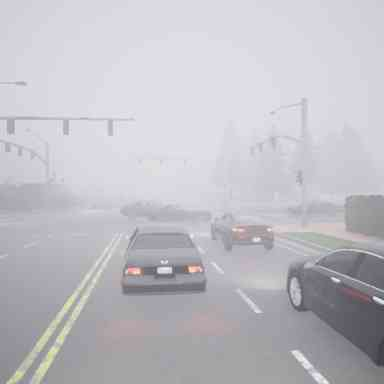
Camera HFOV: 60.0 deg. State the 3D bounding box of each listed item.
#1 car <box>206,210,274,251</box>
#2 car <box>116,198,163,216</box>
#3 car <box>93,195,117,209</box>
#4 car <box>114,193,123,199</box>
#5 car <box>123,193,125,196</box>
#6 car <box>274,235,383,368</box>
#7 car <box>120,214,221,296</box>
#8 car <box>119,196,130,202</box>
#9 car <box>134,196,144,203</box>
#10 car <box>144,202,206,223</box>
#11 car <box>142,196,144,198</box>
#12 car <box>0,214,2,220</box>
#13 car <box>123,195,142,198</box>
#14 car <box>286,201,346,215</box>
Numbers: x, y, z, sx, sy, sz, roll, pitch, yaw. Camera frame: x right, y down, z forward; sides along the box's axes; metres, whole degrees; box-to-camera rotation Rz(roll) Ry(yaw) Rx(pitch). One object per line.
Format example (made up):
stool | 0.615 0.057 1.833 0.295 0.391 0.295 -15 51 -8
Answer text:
car | 2.016 1.523 14.118 1.812 1.442 4.674 0 0 -7
car | -3.417 1.487 27.461 4.902 1.511 2.128 0 0 -5
car | -12.014 1.484 44.872 2.128 1.511 4.902 0 0 -4
car | -12.917 1.343 54.031 2.097 1.767 4.553 0 0 -6
car | -13.911 1.211 63.625 2.150 2.045 5.566 0 0 -6
car | 2.985 1.504 4.923 1.837 1.490 4.892 0 0 -5
car | -0.830 1.546 8.858 2.033 1.411 5.357 0 0 -7
car | -15.007 1.527 74.109 2.033 1.411 5.357 0 0 -6
car | -10.995 1.513 69.584 1.812 1.442 4.674 0 0 -6
car | -0.882 1.597 24.160 4.718 1.301 1.895 0 0 -5
car | -9.966 1.468 59.437 1.882 1.535 5.008 0 0 -6
car | -16.219 1.543 22.885 5.357 1.411 2.033 0 0 -5
car | -8.994 1.517 50.262 1.812 1.442 4.674 0 0 -6
car | 12.086 1.542 32.464 5.357 1.411 2.033 0 0 -5
